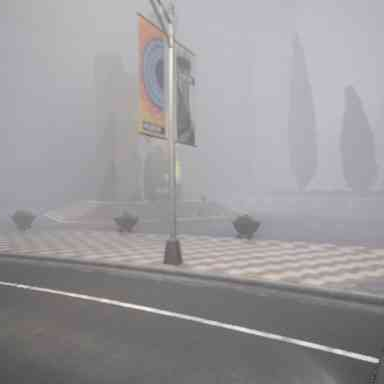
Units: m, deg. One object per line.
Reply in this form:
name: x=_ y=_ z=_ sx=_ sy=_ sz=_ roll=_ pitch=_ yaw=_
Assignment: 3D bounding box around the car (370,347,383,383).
car: x=3.710 y=1.511 z=1.385 sx=5.357 sy=1.411 sz=2.033 roll=0 pitch=0 yaw=35
